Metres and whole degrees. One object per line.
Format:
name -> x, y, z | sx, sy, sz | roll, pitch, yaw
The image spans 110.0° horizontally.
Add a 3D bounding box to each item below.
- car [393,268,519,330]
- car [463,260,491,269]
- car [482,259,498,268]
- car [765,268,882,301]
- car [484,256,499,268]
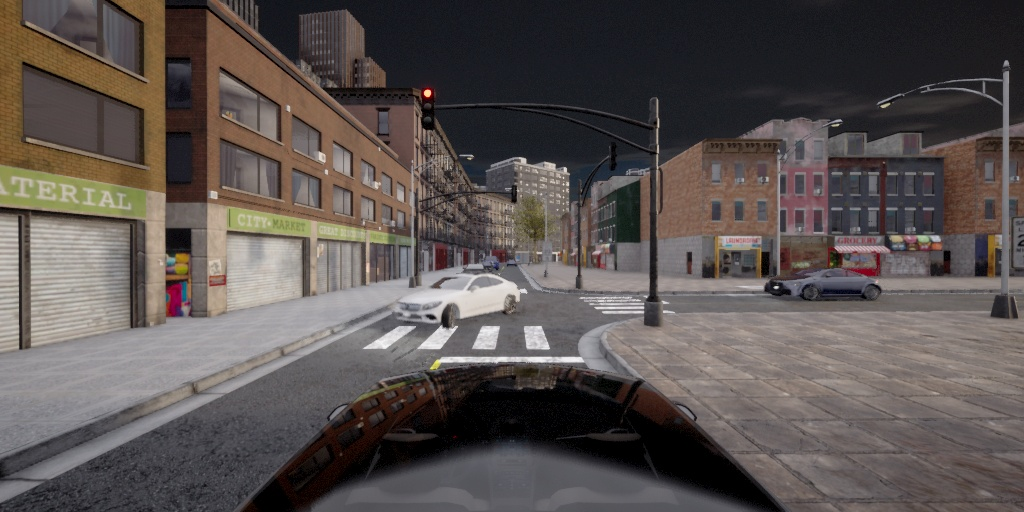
car -> -1.522, 1.276, 11.470 | 1.812, 1.442, 4.674 | -1, -1, 34
car -> -2.902, 1.281, 28.688 | 1.812, 1.442, 4.674 | 0, 0, 0
car -> -2.934, 1.311, 39.120 | 2.033, 1.411, 5.357 | 0, 0, 0
car -> 13.960, 1.226, 16.235 | 4.181, 1.385, 1.994 | 0, 0, 0
car -> -2.936, 0.997, 49.741 | 2.150, 2.045, 5.566 | 0, 0, 1
